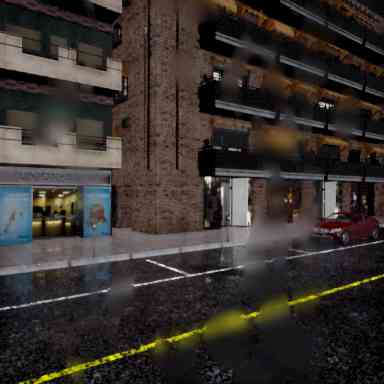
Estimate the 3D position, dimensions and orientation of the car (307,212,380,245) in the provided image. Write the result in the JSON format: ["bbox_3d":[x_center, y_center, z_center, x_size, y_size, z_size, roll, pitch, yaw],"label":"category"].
[{"bbox_3d":[7.172,1.583,15.538,4.206,1.307,1.802,0,0,-35],"label":"car"}]
